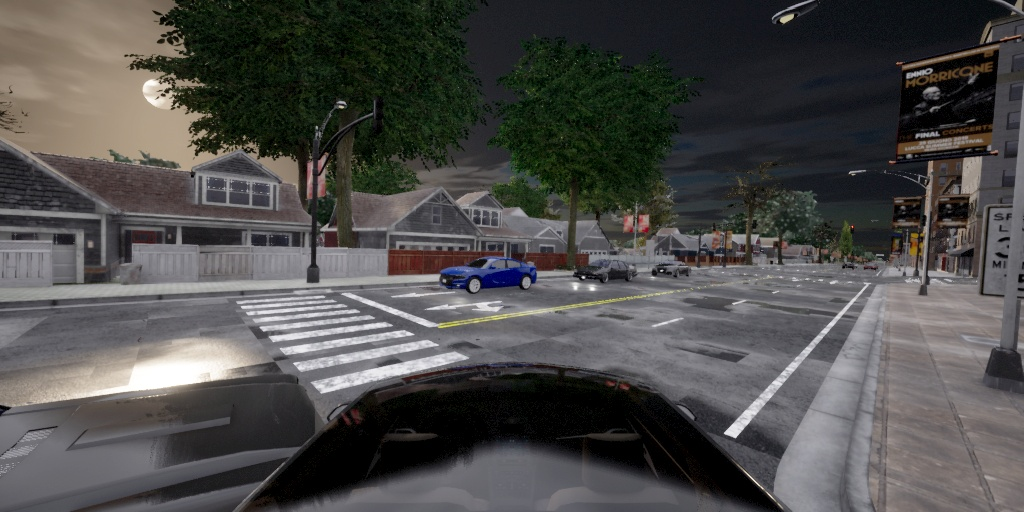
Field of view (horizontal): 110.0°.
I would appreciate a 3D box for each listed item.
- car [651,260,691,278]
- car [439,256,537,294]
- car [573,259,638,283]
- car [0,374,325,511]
[{"bbox_3d":[13.507,1.024,30.277,4.181,1.385,1.994,1,2,-44],"label":"car"},{"bbox_3d":[-0.981,0.776,16.567,5.008,1.535,1.882,1,3,-43],"label":"car"},{"bbox_3d":[6.247,0.924,23.421,5.357,1.411,2.033,1,2,-43],"label":"car"},{"bbox_3d":[-3.317,1.273,1.402,4.718,1.301,1.895,1,2,-33],"label":"car"}]
